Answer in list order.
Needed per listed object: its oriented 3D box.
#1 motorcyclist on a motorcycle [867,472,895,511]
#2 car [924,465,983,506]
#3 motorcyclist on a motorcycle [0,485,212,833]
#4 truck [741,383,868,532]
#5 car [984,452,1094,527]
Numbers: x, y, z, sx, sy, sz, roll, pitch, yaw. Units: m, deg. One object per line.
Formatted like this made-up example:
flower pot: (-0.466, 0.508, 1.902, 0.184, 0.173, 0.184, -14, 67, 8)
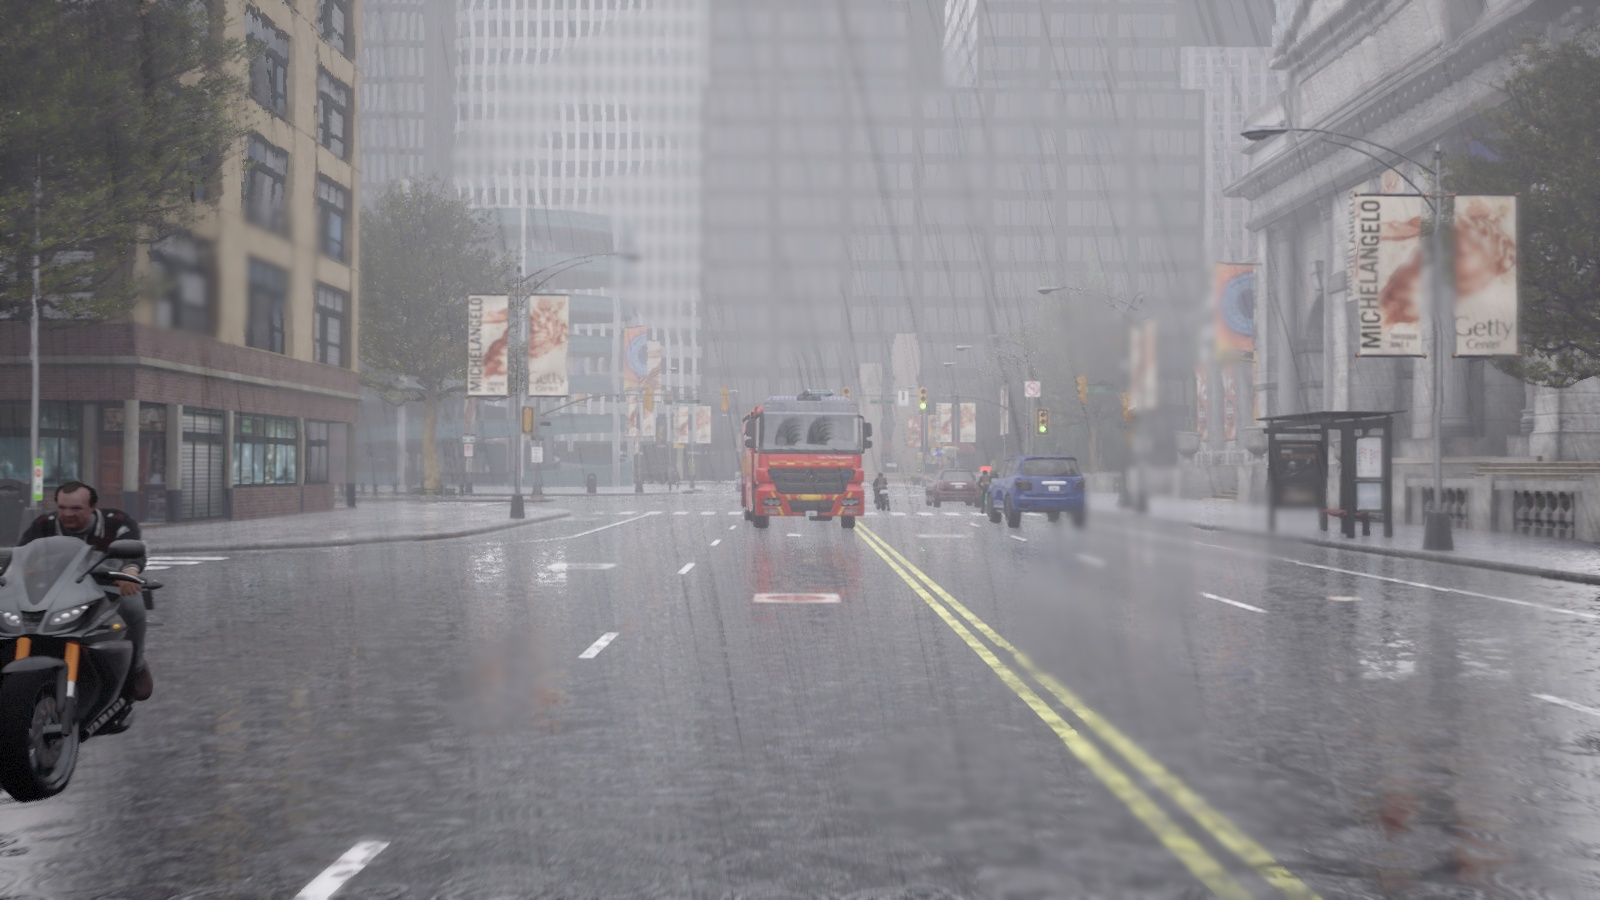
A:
motorcyclist on a motorcycle: (3.211, 1.620, 49.966, 0.797, 1.523, 2.044, 0, -1, -5)
car: (6.864, 1.593, 56.582, 2.097, 1.767, 4.553, 0, -1, 0)
motorcyclist on a motorcycle: (-3.831, 0.978, 6.755, 0.866, 1.530, 2.191, -1, -1, -16)
truck: (-0.071, 0.262, 36.572, 2.891, 3.827, 8.468, 0, -1, -5)
car: (6.910, 1.124, 36.933, 2.150, 2.045, 5.566, 0, -1, 0)
